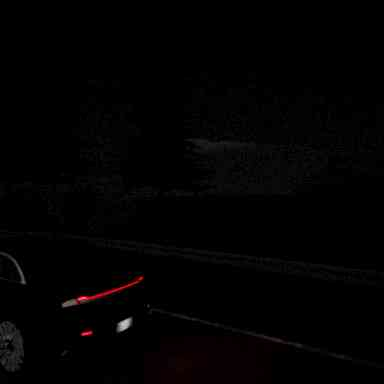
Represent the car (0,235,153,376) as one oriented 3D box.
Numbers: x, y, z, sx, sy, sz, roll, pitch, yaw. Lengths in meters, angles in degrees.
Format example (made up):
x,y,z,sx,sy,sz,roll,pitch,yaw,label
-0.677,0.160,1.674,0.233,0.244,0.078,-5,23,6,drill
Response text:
x,y,z,sx,sy,sz,roll,pitch,yaw,label
-2.917,1.480,5.533,4.902,1.511,2.128,0,0,32,car
